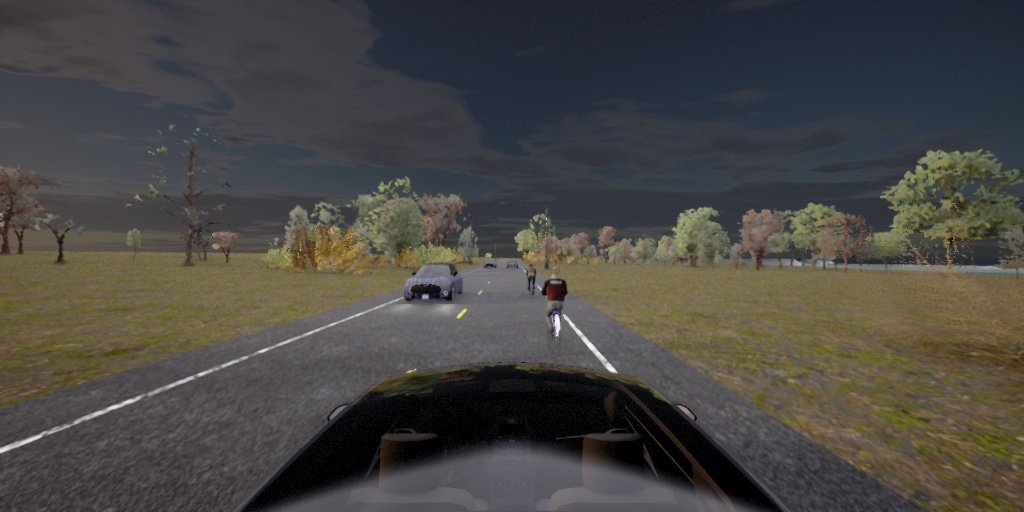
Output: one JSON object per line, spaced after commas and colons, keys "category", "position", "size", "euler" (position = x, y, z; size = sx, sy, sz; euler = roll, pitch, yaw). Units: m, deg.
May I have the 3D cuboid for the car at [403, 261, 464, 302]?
{"category": "car", "position": [-3.601, 1.116, 17.151], "size": [2.097, 1.767, 4.553], "euler": [0, 0, 0]}

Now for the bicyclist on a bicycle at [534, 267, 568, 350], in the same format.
{"category": "bicyclist on a bicycle", "position": [0.962, 1.126, 8.206], "size": [0.659, 1.776, 1.843], "euler": [0, 0, 0]}

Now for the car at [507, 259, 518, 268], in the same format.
{"category": "car", "position": [0.094, 1.295, 61.547], "size": [2.128, 1.511, 4.902], "euler": [0, 0, 0]}

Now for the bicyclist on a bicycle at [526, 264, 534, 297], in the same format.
{"category": "bicyclist on a bicycle", "position": [0.961, 1.217, 17.636], "size": [0.582, 1.620, 1.656], "euler": [0, 0, 0]}

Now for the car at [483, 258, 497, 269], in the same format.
{"category": "car", "position": [-3.569, 1.152, 59.077], "size": [2.097, 1.767, 4.553], "euler": [0, 0, 0]}
